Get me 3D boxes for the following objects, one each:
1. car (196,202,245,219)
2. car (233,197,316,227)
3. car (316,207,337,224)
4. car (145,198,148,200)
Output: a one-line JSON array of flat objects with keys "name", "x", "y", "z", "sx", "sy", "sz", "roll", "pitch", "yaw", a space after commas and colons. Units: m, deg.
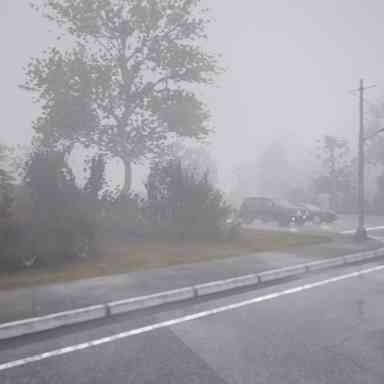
[{"name": "car", "x": 2.865, "y": 1.817, "z": 34.038, "sx": 1.882, "sy": 1.535, "sz": 5.008, "roll": 0, "pitch": -1, "yaw": -43}, {"name": "car", "x": 6.024, "y": 1.414, "z": 24.986, "sx": 2.150, "sy": 2.045, "sz": 5.566, "roll": 0, "pitch": -1, "yaw": -37}, {"name": "car", "x": 9.057, "y": 1.681, "z": 26.730, "sx": 1.882, "sy": 1.535, "sz": 5.008, "roll": 0, "pitch": -1, "yaw": -39}, {"name": "car", "x": -8.467, "y": 2.029, "z": 54.643, "sx": 5.566, "sy": 2.045, "sz": 2.150, "roll": -1, "pitch": -1, "yaw": 39}]
